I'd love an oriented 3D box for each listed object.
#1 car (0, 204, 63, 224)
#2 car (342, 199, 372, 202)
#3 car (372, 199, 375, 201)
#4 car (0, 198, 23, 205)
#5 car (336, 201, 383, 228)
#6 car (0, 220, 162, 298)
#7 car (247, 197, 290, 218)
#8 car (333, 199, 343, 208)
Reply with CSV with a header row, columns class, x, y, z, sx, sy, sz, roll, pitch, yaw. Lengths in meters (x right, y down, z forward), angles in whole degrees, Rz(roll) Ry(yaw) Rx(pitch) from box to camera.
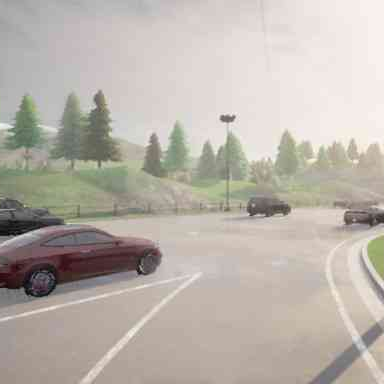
class,x,y,z,sx,sy,sz,roll,pitch,yaw
car,-9.197,1.596,17.278,5.008,1.535,1.882,0,-1,-44
car,25.271,2.007,50.811,4.718,1.301,1.895,0,-1,-44
car,34.997,2.049,65.294,4.674,1.442,1.812,0,-1,-44
car,-11.366,1.356,20.051,5.566,2.045,2.150,1,-1,-44
car,12.534,1.683,23.772,4.902,1.511,2.128,0,-1,-44
car,-2.937,1.588,8.719,4.674,1.442,1.812,0,-1,-44
car,7.831,1.482,33.846,5.566,2.045,2.150,1,-1,-44
car,25.405,1.922,55.826,5.008,1.535,1.882,0,0,-44
